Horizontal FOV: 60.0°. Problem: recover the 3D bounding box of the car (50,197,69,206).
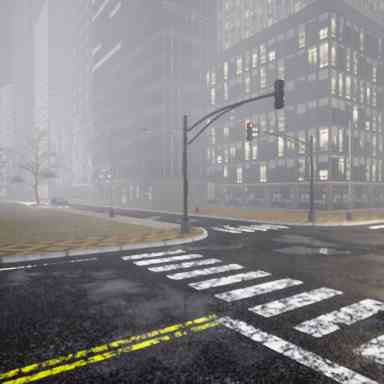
[{"bbox_3d":[-21.668,1.546,54.255,2.033,1.411,5.357,0,0,-35],"label":"car"}]
